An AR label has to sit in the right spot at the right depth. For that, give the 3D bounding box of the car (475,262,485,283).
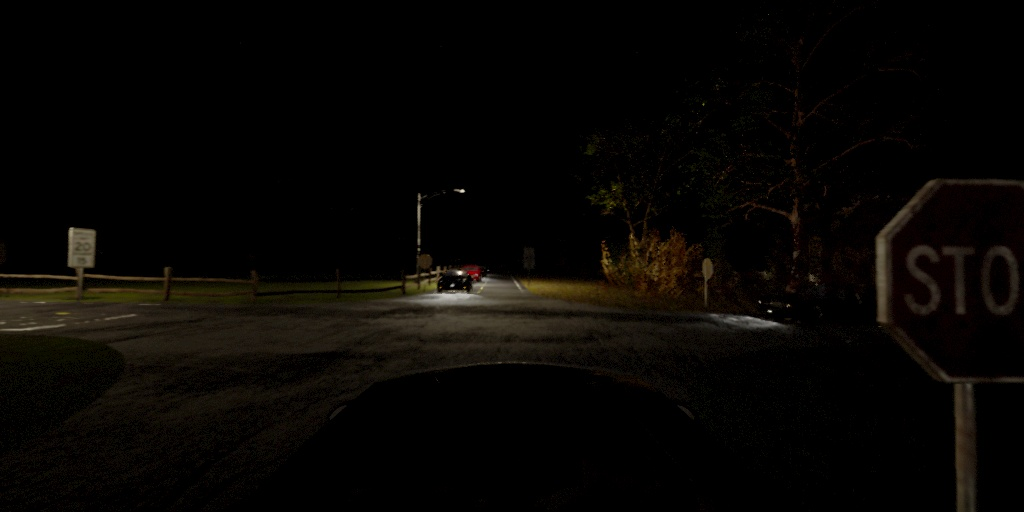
[{"bbox_3d":[-3.866,1.628,33.313,1.882,1.535,5.008,0,-1,-2],"label":"car"}]

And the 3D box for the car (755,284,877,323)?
[{"bbox_3d":[12.556,1.792,13.911,5.357,1.411,2.033,1,-2,-3],"label":"car"}]

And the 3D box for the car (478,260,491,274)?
[{"bbox_3d":[-4.474,1.688,55.759,2.150,2.045,5.566,0,-1,-1],"label":"car"}]

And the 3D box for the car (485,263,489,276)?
[{"bbox_3d":[-4.219,1.913,44.952,1.895,1.301,4.718,0,-1,-2],"label":"car"}]

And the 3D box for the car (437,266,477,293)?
[{"bbox_3d":[-3.564,1.575,23.117,1.994,1.385,4.181,0,-1,-2],"label":"car"}]
